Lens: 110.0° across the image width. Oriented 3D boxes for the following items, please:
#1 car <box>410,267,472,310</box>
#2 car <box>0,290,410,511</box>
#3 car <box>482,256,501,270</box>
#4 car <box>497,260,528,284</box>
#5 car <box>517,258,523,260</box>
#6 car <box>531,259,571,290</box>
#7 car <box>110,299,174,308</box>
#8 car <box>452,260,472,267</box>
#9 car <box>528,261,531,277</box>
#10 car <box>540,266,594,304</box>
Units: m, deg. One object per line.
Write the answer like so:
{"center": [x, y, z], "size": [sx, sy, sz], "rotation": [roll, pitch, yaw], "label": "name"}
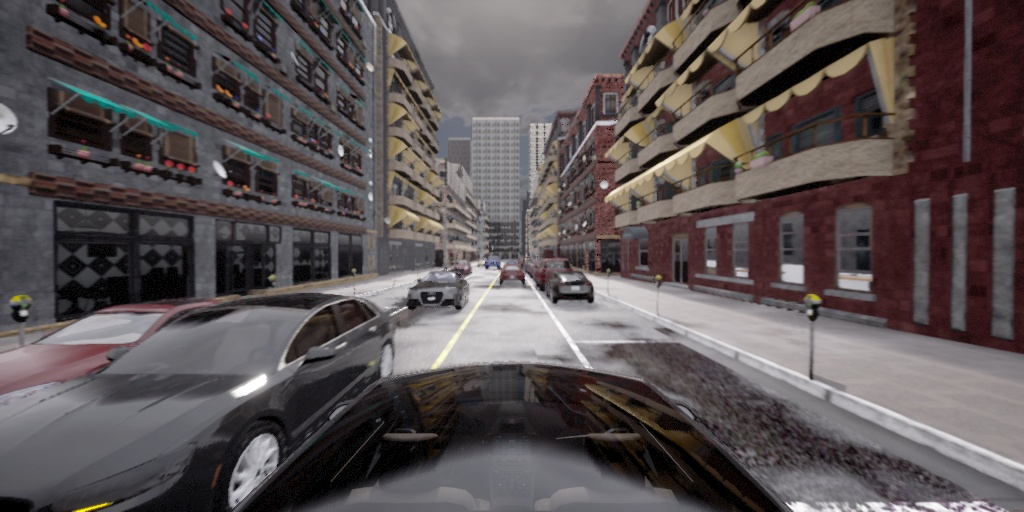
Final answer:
{"center": [-2.862, 1.325, 14.704], "size": [1.994, 1.385, 4.181], "rotation": [0, 0, 0], "label": "car"}
{"center": [-2.848, 1.260, 4.204], "size": [1.837, 1.490, 4.892], "rotation": [0, 0, 0], "label": "car"}
{"center": [-2.888, 0.999, 54.343], "size": [2.150, 2.045, 5.566], "rotation": [0, 0, 0], "label": "car"}
{"center": [0.027, 1.292, 27.093], "size": [1.812, 1.442, 4.674], "rotation": [0, 0, 0], "label": "car"}
{"center": [0.003, 1.299, 41.701], "size": [1.812, 1.442, 4.674], "rotation": [0, 0, 0], "label": "car"}
{"center": [2.535, 1.076, 21.944], "size": [2.192, 1.841, 5.009], "rotation": [0, 0, 0], "label": "car"}
{"center": [-5.319, 1.338, 5.262], "size": [1.802, 1.307, 4.207], "rotation": [0, 0, 0], "label": "car"}
{"center": [-5.373, 1.216, 38.557], "size": [1.967, 1.591, 4.097], "rotation": [0, 0, 0], "label": "car"}
{"center": [2.526, 1.315, 27.493], "size": [2.007, 1.370, 4.403], "rotation": [0, 0, 0], "label": "car"}
{"center": [2.544, 1.323, 16.395], "size": [1.948, 1.339, 4.313], "rotation": [0, 0, 0], "label": "car"}
